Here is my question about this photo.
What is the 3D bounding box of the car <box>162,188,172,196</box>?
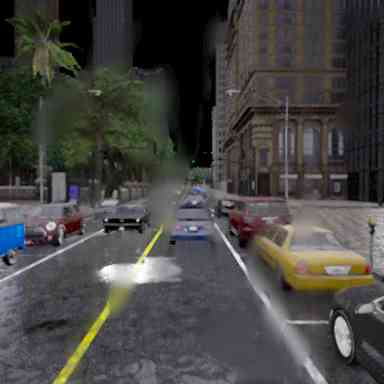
[{"bbox_3d":[-6.260,-0.040,83.553,2.192,1.841,5.009,0,1,0],"label":"car"}]

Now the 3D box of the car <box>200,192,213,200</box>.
[{"bbox_3d":[2.426,0.659,56.489,1.947,1.339,4.313,0,1,0],"label":"car"}]

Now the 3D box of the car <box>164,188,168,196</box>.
[{"bbox_3d":[-6.132,0.448,61.876,1.967,1.590,4.097,0,1,0],"label":"car"}]

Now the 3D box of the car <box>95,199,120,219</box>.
[{"bbox_3d":[-5.912,1.194,24.605,1.802,1.307,4.206,0,1,0],"label":"car"}]

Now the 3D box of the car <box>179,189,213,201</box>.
[{"bbox_3d":[0.471,0.891,29.180,2.097,1.767,4.553,0,1,7],"label":"car"}]

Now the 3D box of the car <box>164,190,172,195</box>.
[{"bbox_3d":[-6.290,0.081,88.806,1.752,1.417,4.829,0,1,0],"label":"car"}]

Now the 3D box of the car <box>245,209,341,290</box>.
[{"bbox_3d":[2.709,1.389,8.533,1.752,1.417,4.829,0,1,0],"label":"car"}]

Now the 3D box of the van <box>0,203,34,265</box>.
[{"bbox_3d":[-5.817,1.211,8.325,1.690,1.788,3.998,0,1,0],"label":"van"}]

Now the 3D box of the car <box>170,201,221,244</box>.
[{"bbox_3d":[0.018,1.318,14.470,2.033,1.411,5.357,0,1,0],"label":"car"}]

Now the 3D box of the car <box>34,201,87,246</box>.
[{"bbox_3d":[-5.848,1.225,13.752,1.967,1.590,4.097,0,1,0],"label":"car"}]

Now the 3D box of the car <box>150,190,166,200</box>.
[{"bbox_3d":[-6.099,0.648,56.459,2.008,1.369,4.403,0,1,0],"label":"car"}]

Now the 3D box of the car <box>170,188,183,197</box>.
[{"bbox_3d":[-3.446,0.306,75.426,1.812,1.442,4.674,0,1,0],"label":"car"}]

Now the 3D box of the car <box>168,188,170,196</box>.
[{"bbox_3d":[-6.227,0.177,78.135,1.967,1.590,4.097,0,1,0],"label":"car"}]

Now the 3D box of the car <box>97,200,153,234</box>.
[{"bbox_3d":[-3.189,1.328,17.295,1.895,1.301,4.718,0,1,0],"label":"car"}]

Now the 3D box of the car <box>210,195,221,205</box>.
[{"bbox_3d":[2.614,1.174,24.637,1.947,1.339,4.313,0,1,0],"label":"car"}]

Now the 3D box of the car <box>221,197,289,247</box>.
[{"bbox_3d":[2.677,1.096,13.784,2.192,1.841,5.009,0,1,0],"label":"car"}]

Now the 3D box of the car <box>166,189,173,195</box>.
[{"bbox_3d":[-6.321,-0.012,94.225,1.752,1.417,4.829,0,1,0],"label":"car"}]

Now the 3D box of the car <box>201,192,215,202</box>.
[{"bbox_3d":[2.458,0.747,51.070,1.947,1.339,4.313,0,1,0],"label":"car"}]

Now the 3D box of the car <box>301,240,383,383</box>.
[{"bbox_3d":[2.742,1.501,2.939,2.008,1.369,4.403,0,1,0],"label":"car"}]

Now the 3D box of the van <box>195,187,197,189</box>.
[{"bbox_3d":[2.234,-0.110,89.003,1.690,1.788,3.998,0,1,0],"label":"van"}]
